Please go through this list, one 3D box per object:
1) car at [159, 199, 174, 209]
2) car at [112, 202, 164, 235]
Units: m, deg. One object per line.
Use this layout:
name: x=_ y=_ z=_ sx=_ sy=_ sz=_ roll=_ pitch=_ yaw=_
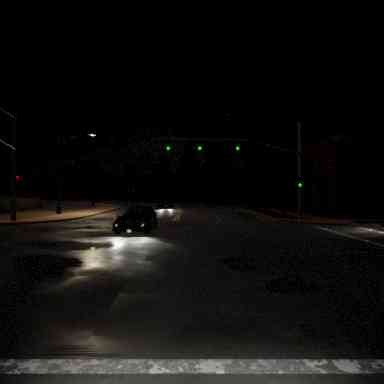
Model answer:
car: x=-3.515 y=1.564 z=44.476 sx=1.994 sy=1.385 sz=4.181 roll=0 pitch=0 yaw=-6
car: x=-3.067 y=1.548 z=19.173 sx=2.033 sy=1.411 sz=5.357 roll=0 pitch=0 yaw=1
